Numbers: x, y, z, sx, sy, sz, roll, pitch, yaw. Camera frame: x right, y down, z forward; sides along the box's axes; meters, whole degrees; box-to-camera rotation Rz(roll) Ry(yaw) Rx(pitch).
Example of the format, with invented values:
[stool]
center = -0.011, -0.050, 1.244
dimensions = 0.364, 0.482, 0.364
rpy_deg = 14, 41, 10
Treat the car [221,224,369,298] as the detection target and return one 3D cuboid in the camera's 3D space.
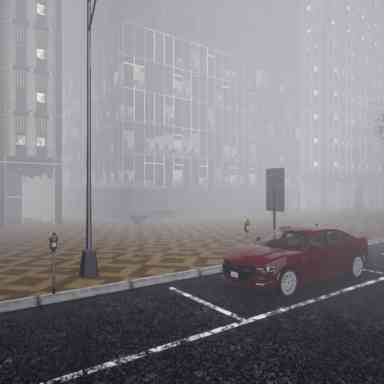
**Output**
[car]
center = 2.748, 1.545, 8.527
dimensions = 4.507, 1.381, 1.887
rpy_deg = 0, 0, -36
